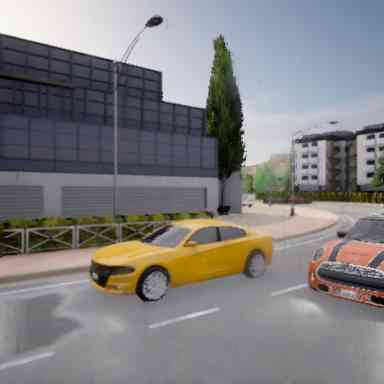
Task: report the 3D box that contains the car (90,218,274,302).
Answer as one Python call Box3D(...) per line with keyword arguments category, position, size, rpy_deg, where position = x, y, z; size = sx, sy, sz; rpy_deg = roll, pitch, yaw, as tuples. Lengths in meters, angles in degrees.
Box3D(category="car", position=(-0.033, 1.468, 8.440), size=(5.008, 1.535, 1.882), rpy_deg=(0, 0, -38))

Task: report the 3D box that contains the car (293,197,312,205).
Box3D(category="car", position=(17.959, 1.509, 55.741), size=(1.895, 1.301, 4.718), rpy_deg=(0, 0, -20))

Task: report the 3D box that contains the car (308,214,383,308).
Box3D(category="car", position=(4.666, 1.336, 7.758), size=(4.553, 1.767, 2.097), rpy_deg=(0, 0, -41))

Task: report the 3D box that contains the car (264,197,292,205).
Box3D(category="car", position=(14.142, 1.515, 55.963), size=(1.895, 1.301, 4.718), rpy_deg=(0, 0, -22))
